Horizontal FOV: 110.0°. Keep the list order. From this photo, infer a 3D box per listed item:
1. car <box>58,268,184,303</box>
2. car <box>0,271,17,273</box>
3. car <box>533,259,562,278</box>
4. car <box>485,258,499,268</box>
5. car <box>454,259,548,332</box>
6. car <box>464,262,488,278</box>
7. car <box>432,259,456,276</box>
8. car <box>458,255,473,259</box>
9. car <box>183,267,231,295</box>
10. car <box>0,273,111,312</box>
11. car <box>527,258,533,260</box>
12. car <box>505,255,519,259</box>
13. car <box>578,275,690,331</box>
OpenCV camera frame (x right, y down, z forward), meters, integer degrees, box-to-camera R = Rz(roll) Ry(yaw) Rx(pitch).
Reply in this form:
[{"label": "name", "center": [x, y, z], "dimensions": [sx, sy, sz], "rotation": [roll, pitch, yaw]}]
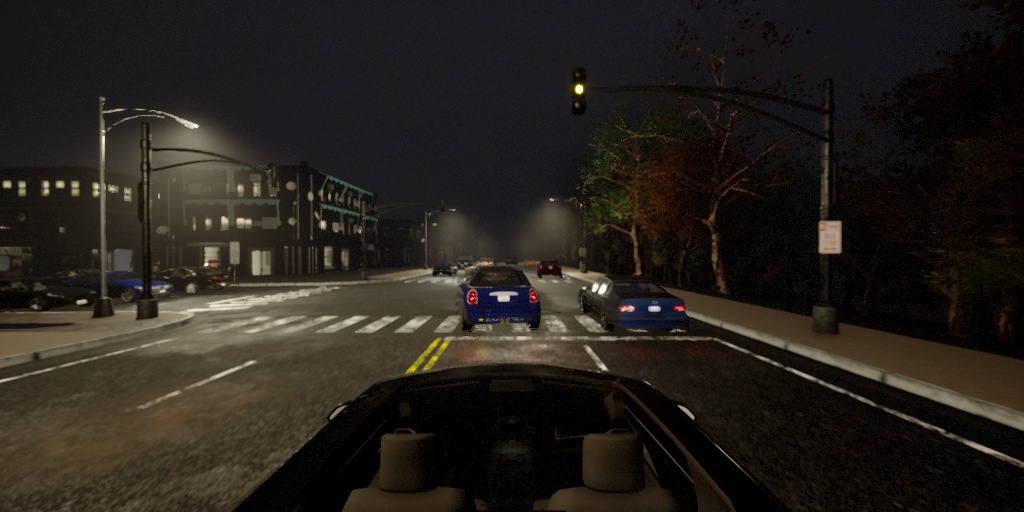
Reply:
[{"label": "car", "center": [-19.332, 1.474, 17.523], "dimensions": [4.674, 1.442, 1.812], "rotation": [-1, 1, 1]}, {"label": "car", "center": [-33.818, 1.631, 23.343], "dimensions": [4.207, 1.307, 1.802], "rotation": [0, 0, 0]}, {"label": "car", "center": [3.346, 1.061, 33.243], "dimensions": [2.097, 1.767, 4.553], "rotation": [0, 0, 0]}, {"label": "car", "center": [-3.297, 1.162, 60.683], "dimensions": [2.128, 1.511, 4.902], "rotation": [0, 0, 1]}, {"label": "car", "center": [-0.606, 1.091, 11.175], "dimensions": [2.097, 1.767, 4.553], "rotation": [0, 0, -11]}, {"label": "car", "center": [-3.347, 1.308, 34.220], "dimensions": [1.895, 1.301, 4.718], "rotation": [0, 0, 0]}, {"label": "car", "center": [-6.595, 1.252, 35.945], "dimensions": [2.033, 1.411, 5.357], "rotation": [0, 0, 0]}, {"label": "car", "center": [-6.577, 0.900, 50.126], "dimensions": [2.150, 2.045, 5.566], "rotation": [0, 1, 0]}, {"label": "car", "center": [-19.053, 1.415, 20.694], "dimensions": [4.892, 1.490, 1.837], "rotation": [-1, 0, 1]}, {"label": "car", "center": [-19.949, 1.551, 14.825], "dimensions": [4.313, 1.339, 1.948], "rotation": [0, 0, 0]}, {"label": "car", "center": [3.240, 1.141, 64.831], "dimensions": [1.882, 1.535, 5.008], "rotation": [0, 0, 0]}, {"label": "car", "center": [-0.010, 0.885, 64.860], "dimensions": [2.150, 2.045, 5.566], "rotation": [0, 0, 0]}, {"label": "car", "center": [3.349, 1.286, 10.940], "dimensions": [2.033, 1.411, 5.357], "rotation": [0, 0, 0]}]
